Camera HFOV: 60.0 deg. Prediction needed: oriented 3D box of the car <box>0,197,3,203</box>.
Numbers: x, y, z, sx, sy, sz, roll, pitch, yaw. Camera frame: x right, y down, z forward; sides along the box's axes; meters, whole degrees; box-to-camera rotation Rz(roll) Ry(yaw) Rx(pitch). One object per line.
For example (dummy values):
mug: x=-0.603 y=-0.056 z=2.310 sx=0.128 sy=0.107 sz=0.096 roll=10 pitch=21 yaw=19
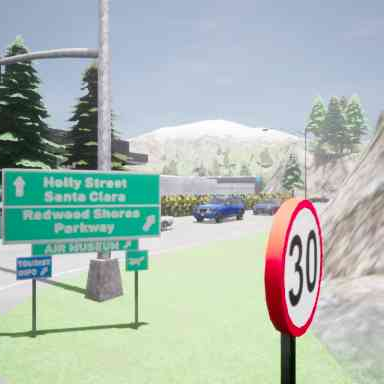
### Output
car: x=-12.410 y=1.505 z=26.008 sx=1.905 sy=1.878 sz=3.866 roll=0 pitch=0 yaw=35

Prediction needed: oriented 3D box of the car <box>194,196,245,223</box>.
car: x=2.431 y=1.413 z=27.877 sx=2.150 sy=2.045 sz=5.566 roll=0 pitch=0 yaw=36

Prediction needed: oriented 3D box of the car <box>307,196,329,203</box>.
car: x=28.319 y=1.717 z=74.690 sx=2.128 sy=1.511 sz=4.902 roll=0 pitch=0 yaw=-42

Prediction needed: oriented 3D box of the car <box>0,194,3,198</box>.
car: x=-38.725 y=1.490 z=69.883 sx=4.514 sy=1.523 sz=2.007 roll=0 pitch=0 yaw=35

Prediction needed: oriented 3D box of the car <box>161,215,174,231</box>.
car: x=-3.253 y=1.792 z=20.021 sx=1.895 sy=1.301 sz=4.718 roll=0 pitch=0 yaw=36

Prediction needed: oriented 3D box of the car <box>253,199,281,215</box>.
car: x=8.345 y=1.544 z=36.034 sx=2.097 sy=1.767 sz=4.553 roll=0 pitch=0 yaw=36
